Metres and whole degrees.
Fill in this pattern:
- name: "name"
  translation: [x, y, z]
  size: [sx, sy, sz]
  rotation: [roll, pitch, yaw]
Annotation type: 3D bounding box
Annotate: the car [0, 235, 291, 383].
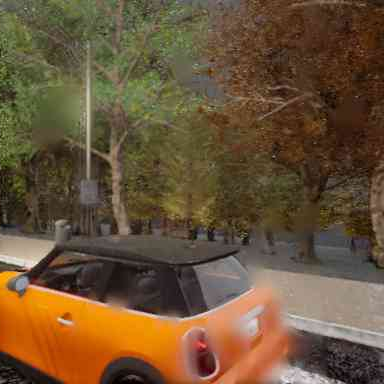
- name: "car"
  translation: [-1.146, 1.388, 4.501]
  size: [4.553, 1.767, 2.097]
  rotation: [-1, 0, 35]
